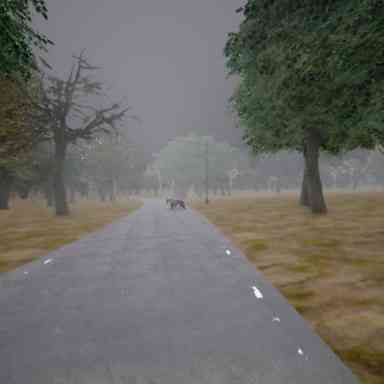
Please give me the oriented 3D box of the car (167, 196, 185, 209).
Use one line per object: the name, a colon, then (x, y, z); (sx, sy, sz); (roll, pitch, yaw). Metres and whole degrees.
car: (-1.993, 1.434, 44.704); (1.837, 1.490, 4.892); (0, 0, -5)
